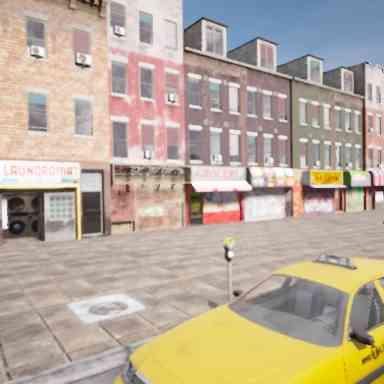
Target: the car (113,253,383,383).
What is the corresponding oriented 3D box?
[{"bbox_3d":[1.534,1.462,3.907,4.829,1.417,1.752,-1,1,-36],"label":"car"}]
